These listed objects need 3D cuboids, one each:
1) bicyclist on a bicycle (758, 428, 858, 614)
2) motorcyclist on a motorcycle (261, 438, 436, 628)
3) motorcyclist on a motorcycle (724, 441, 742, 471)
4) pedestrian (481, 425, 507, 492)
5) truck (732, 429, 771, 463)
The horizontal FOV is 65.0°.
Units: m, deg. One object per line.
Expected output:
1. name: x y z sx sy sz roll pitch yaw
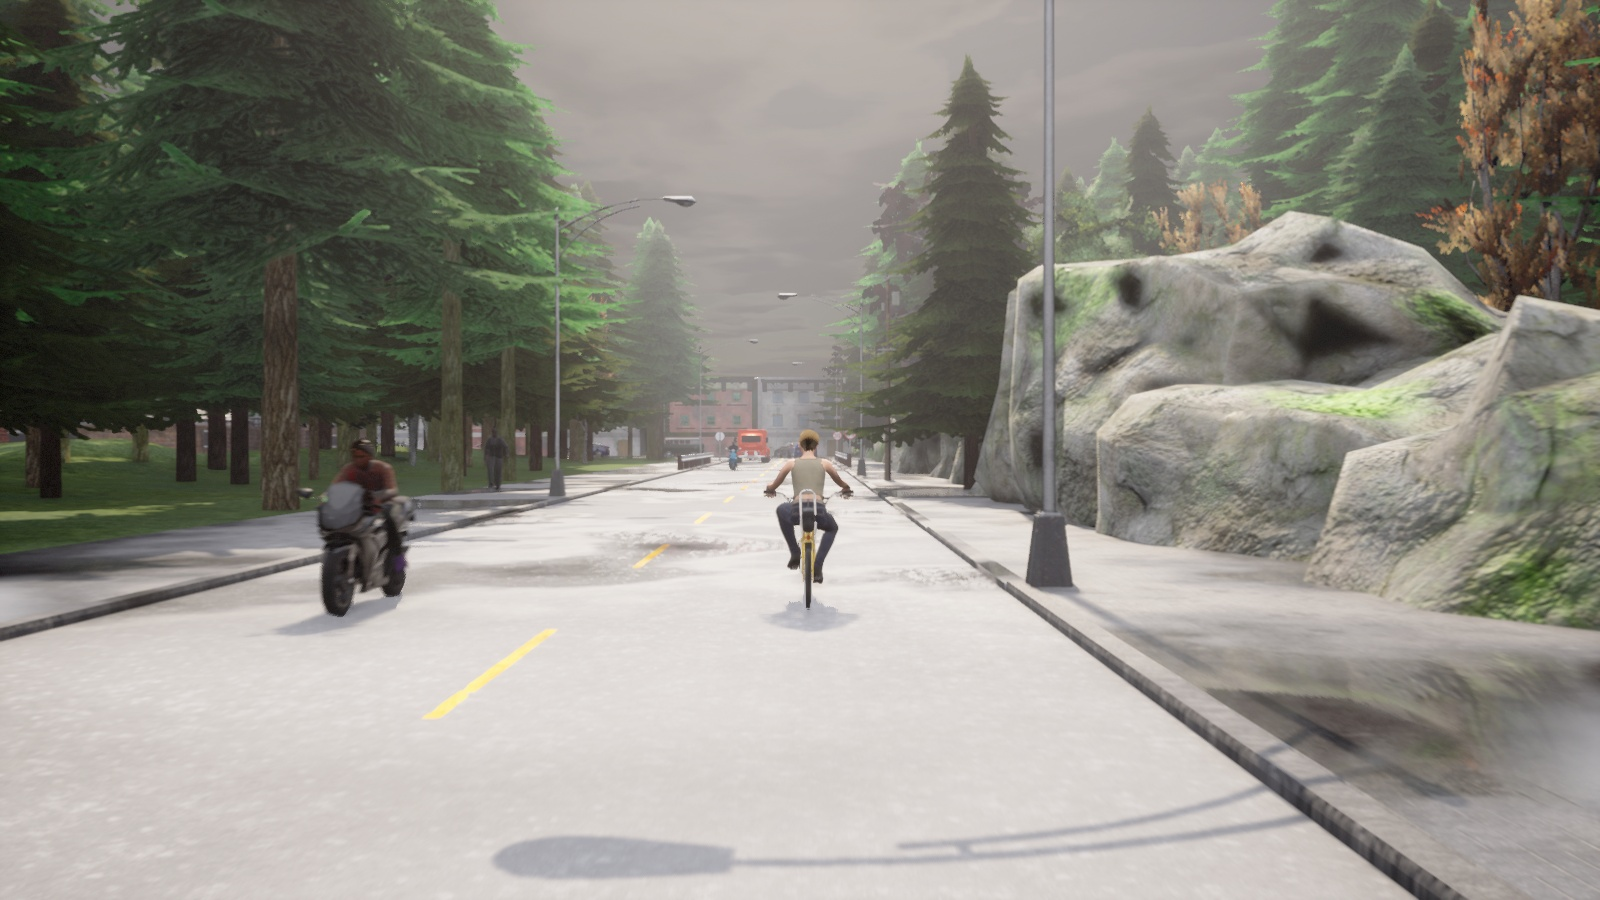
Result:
1. bicyclist on a bicycle: 0.078 0.614 11.674 0.866 1.612 1.509 0 0 1
2. motorcyclist on a motorcycle: -3.921 0.659 11.104 0.797 1.523 2.044 0 0 0
3. motorcyclist on a motorcycle: -3.602 0.296 67.427 0.866 1.590 1.817 0 0 0
4. pedestrian: -8.766 0.235 35.964 0.563 1.883 0.849 0 0 -2
5. truck: -3.556 -0.292 93.212 2.627 2.467 5.204 0 0 0
